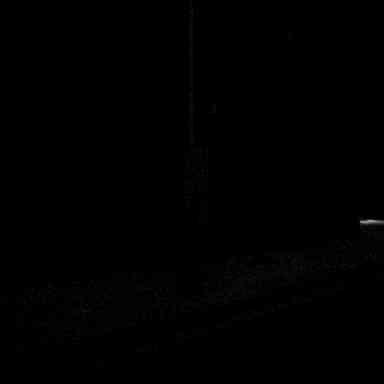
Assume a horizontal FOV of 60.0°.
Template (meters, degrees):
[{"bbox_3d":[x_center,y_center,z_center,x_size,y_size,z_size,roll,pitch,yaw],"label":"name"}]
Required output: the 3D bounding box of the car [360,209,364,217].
[{"bbox_3d":[11.215,1.388,26.198,1.994,1.385,4.181,0,1,-36],"label":"car"}]
